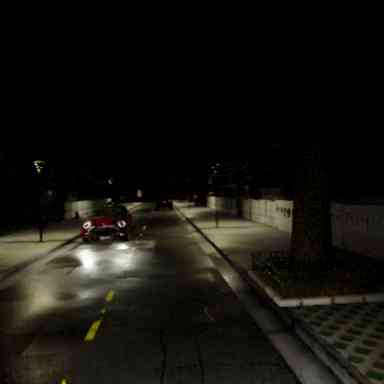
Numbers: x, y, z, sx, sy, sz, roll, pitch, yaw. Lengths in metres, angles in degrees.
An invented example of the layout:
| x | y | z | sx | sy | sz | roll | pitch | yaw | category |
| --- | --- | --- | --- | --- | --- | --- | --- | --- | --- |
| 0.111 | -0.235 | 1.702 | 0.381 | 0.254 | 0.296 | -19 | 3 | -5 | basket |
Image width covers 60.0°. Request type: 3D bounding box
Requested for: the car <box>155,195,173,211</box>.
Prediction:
| x | y | z | sx | sy | sz | roll | pitch | yaw | category |
| --- | --- | --- | --- | --- | --- | --- | --- | --- | --- |
| -3.735 | 1.377 | 44.900 | 2.150 | 2.045 | 5.566 | -2 | 0 | -5 | car |

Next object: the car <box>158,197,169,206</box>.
| x | y | z | sx | sy | sz | roll | pitch | yaw | category |
| --- | --- | --- | --- | --- | --- | --- | --- | --- | --- |
| -5.398 | 1.709 | 63.088 | 1.837 | 1.490 | 4.892 | -2 | 1 | -5 | car |

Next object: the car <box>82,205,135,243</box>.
| x | y | z | sx | sy | sz | roll | pitch | yaw | category |
| --- | --- | --- | --- | --- | --- | --- | --- | --- | --- |
| -4.193 | 1.495 | 17.168 | 2.097 | 1.767 | 4.553 | -2 | 0 | -5 | car |
